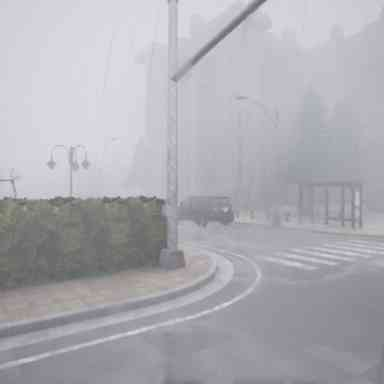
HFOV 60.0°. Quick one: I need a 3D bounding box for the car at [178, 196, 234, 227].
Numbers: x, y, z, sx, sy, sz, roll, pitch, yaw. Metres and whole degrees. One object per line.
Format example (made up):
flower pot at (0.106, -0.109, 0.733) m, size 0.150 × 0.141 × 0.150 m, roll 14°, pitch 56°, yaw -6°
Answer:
car at (0.554, 1.289, 23.190) m, size 2.150 × 2.045 × 5.566 m, roll 2°, pitch -1°, yaw -35°
